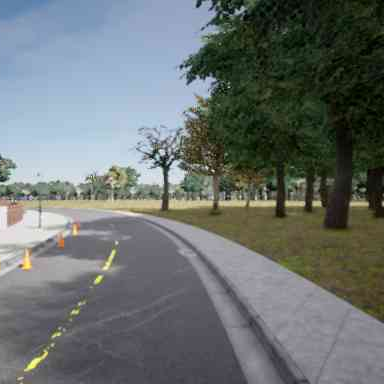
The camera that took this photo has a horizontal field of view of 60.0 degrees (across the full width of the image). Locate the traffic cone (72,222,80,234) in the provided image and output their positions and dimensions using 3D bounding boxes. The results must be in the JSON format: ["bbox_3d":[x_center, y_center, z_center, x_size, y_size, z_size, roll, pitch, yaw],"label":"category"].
[{"bbox_3d":[-7.063,2.241,20.031,0.340,0.580,0.340,0,-1,-14],"label":"traffic cone"}]

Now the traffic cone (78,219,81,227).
[{"bbox_3d":[-8.379,2.311,24.713,0.340,0.580,0.340,0,-1,-17],"label":"traffic cone"}]

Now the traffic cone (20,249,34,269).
[{"bbox_3d":[-5.211,2.105,10.485,0.340,0.580,0.340,0,-1,-8],"label":"traffic cone"}]

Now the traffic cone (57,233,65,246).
[{"bbox_3d":[-6.006,2.172,15.283,0.340,0.580,0.340,0,-1,-11],"label":"traffic cone"}]
